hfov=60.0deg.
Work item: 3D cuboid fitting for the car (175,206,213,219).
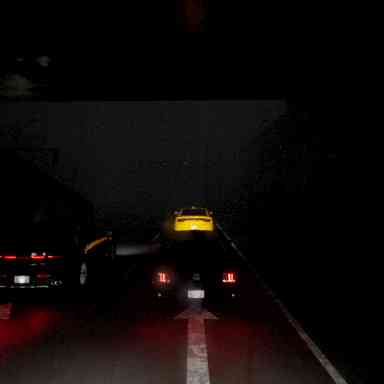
[{"bbox_3d":[0.090,1.478,17.709,1.882,1.535,5.008,0,0,0],"label":"car"}]

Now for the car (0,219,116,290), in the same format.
[{"bbox_3d":[-3.412,1.505,9.089,1.837,1.490,4.892,0,0,0],"label":"car"}]

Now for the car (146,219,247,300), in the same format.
[{"bbox_3d":[0.087,1.601,8.366,1.895,1.301,4.718,0,0,0],"label":"car"}]
